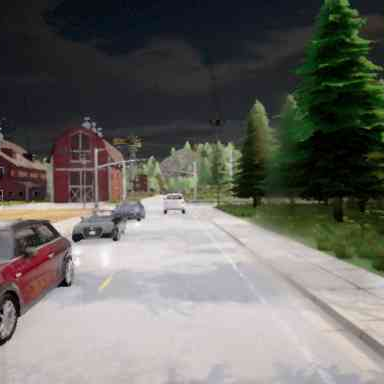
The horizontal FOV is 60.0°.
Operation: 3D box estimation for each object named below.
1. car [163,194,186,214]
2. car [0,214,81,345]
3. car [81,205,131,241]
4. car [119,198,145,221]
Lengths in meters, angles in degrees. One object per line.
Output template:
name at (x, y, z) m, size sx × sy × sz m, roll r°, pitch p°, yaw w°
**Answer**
car at (-1.851, 1.193, 35.031) m, size 2.150 × 2.045 × 5.566 m, roll -1°, pitch 0°, yaw -3°
car at (-3.892, 1.393, 6.340) m, size 2.097 × 1.767 × 4.553 m, roll -1°, pitch 0°, yaw -3°
car at (-4.461, 1.597, 16.528) m, size 1.994 × 1.385 × 4.181 m, roll -1°, pitch 0°, yaw -3°
car at (-5.012, 1.377, 26.938) m, size 2.097 × 1.767 × 4.553 m, roll -1°, pitch 0°, yaw -2°
